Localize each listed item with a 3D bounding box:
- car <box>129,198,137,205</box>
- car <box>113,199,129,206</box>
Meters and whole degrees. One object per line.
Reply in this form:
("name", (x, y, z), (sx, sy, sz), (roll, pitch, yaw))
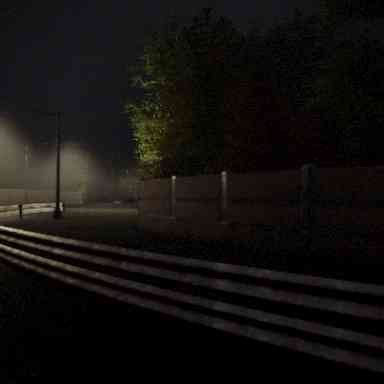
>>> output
("car", (-15.089, 2.356, 82.632), (1.837, 1.490, 4.892), (0, -1, 4))
("car", (-15.859, 2.222, 72.756), (1.812, 1.442, 4.674), (0, -1, 4))
